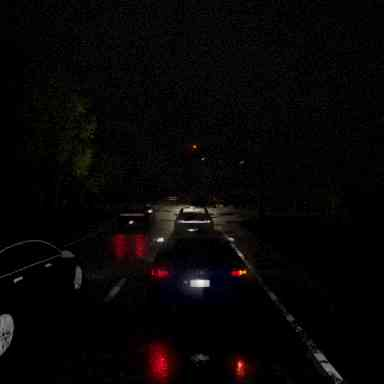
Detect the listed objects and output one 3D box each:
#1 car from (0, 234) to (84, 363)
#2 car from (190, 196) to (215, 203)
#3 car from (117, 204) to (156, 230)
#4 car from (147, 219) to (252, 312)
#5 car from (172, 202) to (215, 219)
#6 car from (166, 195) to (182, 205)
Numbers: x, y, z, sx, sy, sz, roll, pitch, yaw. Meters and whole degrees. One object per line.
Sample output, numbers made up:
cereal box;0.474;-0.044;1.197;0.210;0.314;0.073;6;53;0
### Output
car;-3.402;1.506;5.801;1.837;1.490;4.892;0;0;0
car;1.374;1.353;46.966;2.097;1.767;4.553;0;0;-29
car;-3.414;1.496;21.131;2.128;1.511;4.902;0;0;0
car;0.103;1.566;7.818;1.994;1.385;4.181;0;0;-1
car;0.093;1.495;16.721;2.128;1.511;4.902;0;0;0
car;-3.440;1.496;58.395;2.128;1.511;4.902;0;0;0
